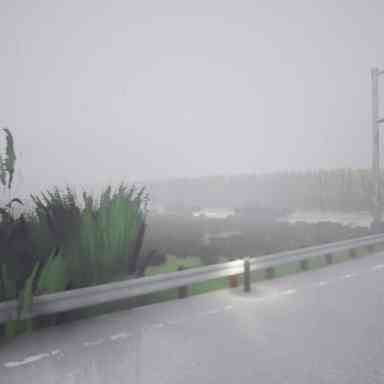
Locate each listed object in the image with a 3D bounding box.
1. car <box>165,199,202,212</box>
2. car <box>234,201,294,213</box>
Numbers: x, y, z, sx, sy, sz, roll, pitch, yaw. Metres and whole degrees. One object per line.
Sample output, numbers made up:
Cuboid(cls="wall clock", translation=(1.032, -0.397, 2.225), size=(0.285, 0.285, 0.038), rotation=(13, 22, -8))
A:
Cuboid(cls="car", translation=(-0.927, 1.423, 34.261), size=(1.994, 1.385, 4.181), rotation=(-3, 2, -42))
Cuboid(cls="car", translation=(5.708, 1.419, 26.832), size=(1.895, 1.301, 4.718), rotation=(-3, 2, -42))
